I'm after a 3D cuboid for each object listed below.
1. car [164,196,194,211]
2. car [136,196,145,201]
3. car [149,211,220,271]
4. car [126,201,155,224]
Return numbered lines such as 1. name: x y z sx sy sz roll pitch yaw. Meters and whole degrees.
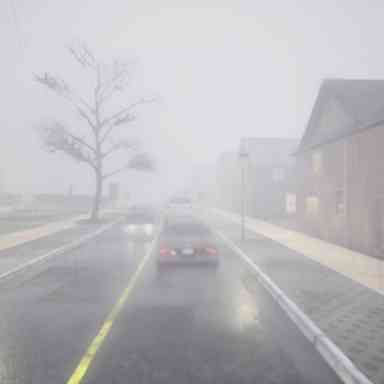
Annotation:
1. car: -1.064 1.296 26.743 2.150 2.045 5.566 0 0 -4
2. car: -12.744 1.734 82.122 2.128 1.511 4.902 0 0 -13
3. car: -0.178 1.578 11.037 2.033 1.411 5.357 0 0 -2
4. car: -3.853 1.633 25.384 1.994 1.385 4.181 0 0 -4
